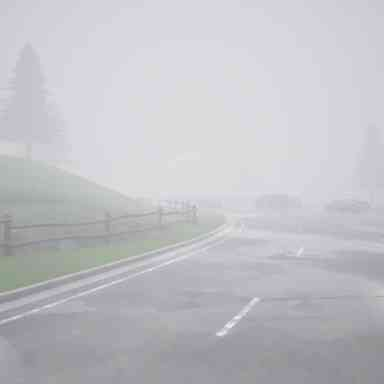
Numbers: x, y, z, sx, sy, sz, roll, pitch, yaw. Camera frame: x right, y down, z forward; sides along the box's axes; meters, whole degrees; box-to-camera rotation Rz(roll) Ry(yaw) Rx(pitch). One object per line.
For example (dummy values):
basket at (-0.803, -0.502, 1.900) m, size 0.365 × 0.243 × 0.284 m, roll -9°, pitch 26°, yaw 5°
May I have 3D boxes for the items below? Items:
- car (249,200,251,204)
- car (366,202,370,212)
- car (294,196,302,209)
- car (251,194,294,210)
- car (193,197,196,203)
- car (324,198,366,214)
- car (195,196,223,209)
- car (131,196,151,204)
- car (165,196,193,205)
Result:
car at (12.109, 1.547, 56.599) m, size 2.033 × 1.411 × 5.357 m, roll 0°, pitch 0°, yaw -33°
car at (18.731, 1.505, 39.075) m, size 1.837 × 1.490 × 4.892 m, roll 0°, pitch 0°, yaw -9°
car at (13.122, 1.352, 46.134) m, size 2.097 × 1.767 × 4.553 m, roll 0°, pitch 0°, yaw -20°
car at (10.410, 1.221, 43.499) m, size 2.150 × 2.045 × 5.566 m, roll 0°, pitch 0°, yaw -21°
car at (1.365, 1.492, 59.035) m, size 2.128 × 1.511 × 4.902 m, roll 0°, pitch 0°, yaw -41°
car at (15.831, 1.526, 35.137) m, size 1.812 × 1.442 × 4.674 m, roll 0°, pitch 0°, yaw -6°
car at (2.532, 1.526, 44.225) m, size 1.812 × 1.442 × 4.674 m, roll 0°, pitch 0°, yaw -23°
car at (-9.338, 1.492, 60.627) m, size 2.128 × 1.511 × 4.902 m, roll 0°, pitch 0°, yaw -43°
car at (-2.688, 1.478, 58.464) m, size 1.882 × 1.535 × 5.008 m, roll 0°, pitch 0°, yaw -42°
